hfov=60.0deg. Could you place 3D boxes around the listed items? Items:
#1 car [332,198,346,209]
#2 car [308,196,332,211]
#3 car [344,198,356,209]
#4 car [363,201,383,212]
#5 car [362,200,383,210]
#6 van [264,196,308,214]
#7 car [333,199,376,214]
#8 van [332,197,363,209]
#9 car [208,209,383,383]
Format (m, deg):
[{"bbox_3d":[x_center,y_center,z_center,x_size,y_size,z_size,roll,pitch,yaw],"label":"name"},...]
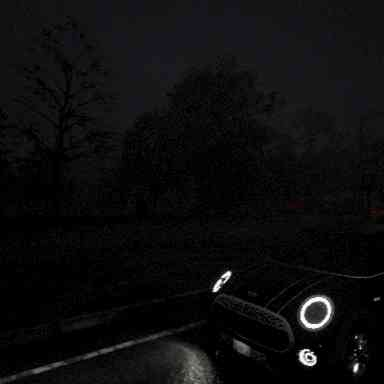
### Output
[{"bbox_3d":[14.373,1.736,38.355,1.946,1.575,5.366,2,-1,-35],"label":"car"},{"bbox_3d":[12.000,1.423,36.925,2.435,2.045,5.566,1,-1,-35],"label":"car"},{"bbox_3d":[16.522,1.809,40.106,2.231,1.521,4.892,2,-1,-35],"label":"car"},{"bbox_3d":[27.799,2.162,48.143,2.231,1.521,4.892,2,-1,-35],"label":"car"},{"bbox_3d":[15.017,1.567,22.752,1.946,1.575,5.366,1,-1,-35],"label":"car"},{"bbox_3d":[9.592,1.392,35.320,1.878,1.987,4.442,1,-1,-35],"label":"van"},{"bbox_3d":[21.049,1.824,43.302,2.185,1.767,4.553,2,-1,-35],"label":"car"},{"bbox_3d":[18.711,1.653,41.817,1.878,1.987,4.442,2,-1,-35],"label":"van"},{"bbox_3d":[2.442,1.333,5.427,4.553,1.767,2.097,0,0,-36],"label":"car"}]
